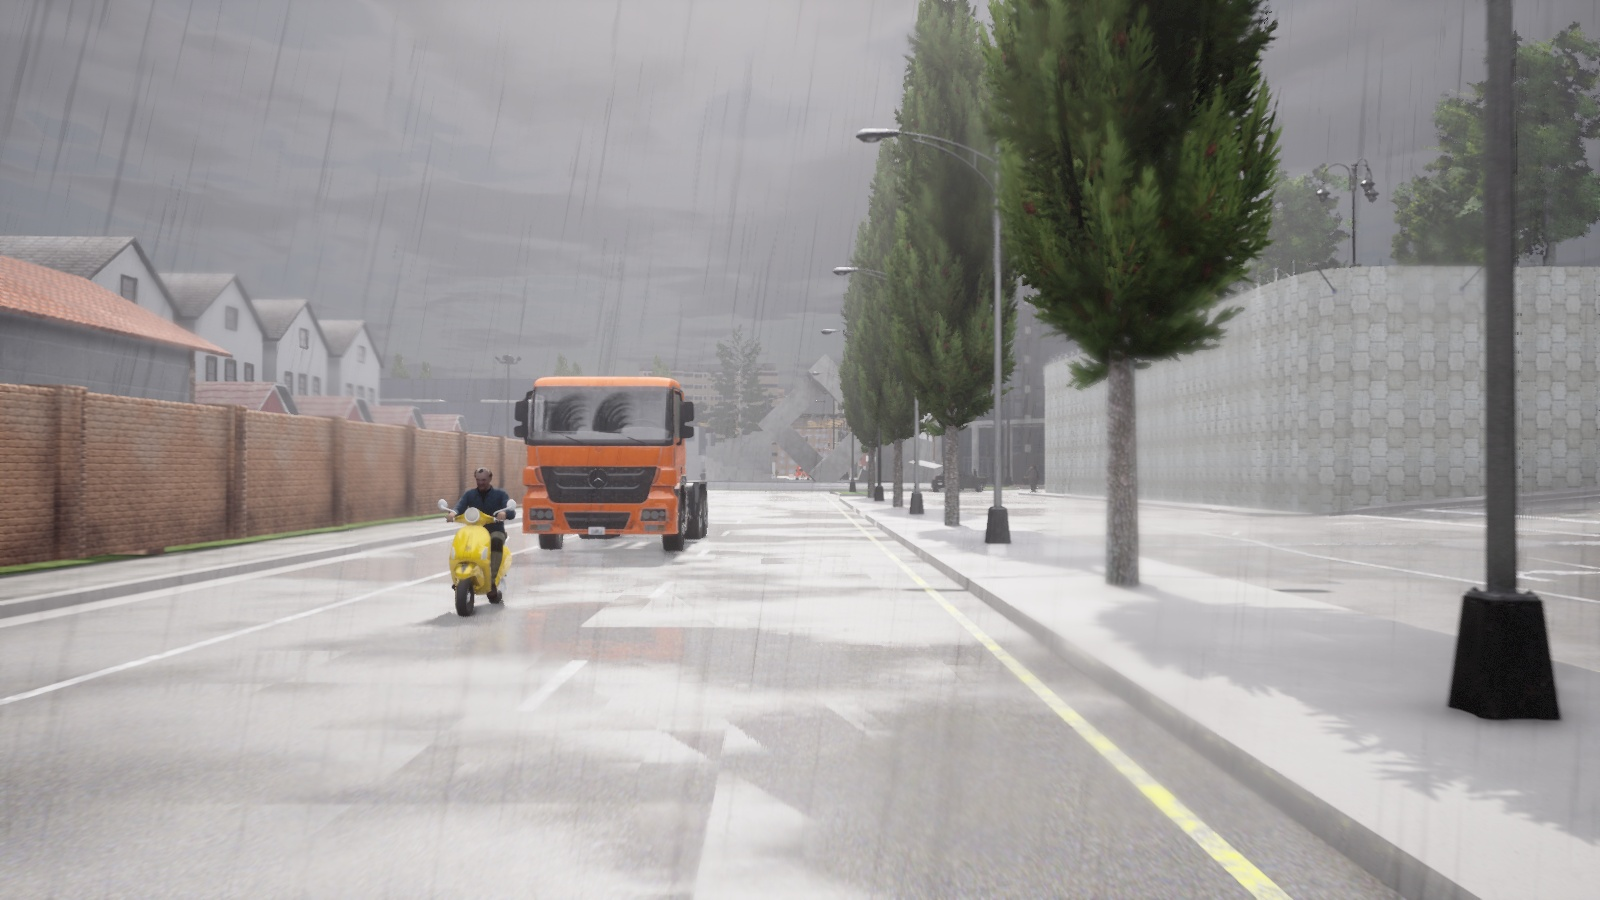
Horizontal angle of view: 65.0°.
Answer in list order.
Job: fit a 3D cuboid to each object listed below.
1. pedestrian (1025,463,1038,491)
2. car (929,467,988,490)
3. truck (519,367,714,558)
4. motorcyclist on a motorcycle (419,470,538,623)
[{"bbox_3d":[16.014,1.859,86.838,0.659,1.952,0.873,0,-1,-5],"label":"pedestrian"},{"bbox_3d":[12.037,2.141,95.307,2.152,1.651,5.027,-1,-1,38],"label":"car"},{"bbox_3d":[-3.613,0.296,26.829,2.891,3.462,7.936,0,-1,1],"label":"truck"},{"bbox_3d":[-3.534,1.016,13.990,0.866,1.590,1.817,0,-1,0],"label":"motorcyclist on a motorcycle"}]
